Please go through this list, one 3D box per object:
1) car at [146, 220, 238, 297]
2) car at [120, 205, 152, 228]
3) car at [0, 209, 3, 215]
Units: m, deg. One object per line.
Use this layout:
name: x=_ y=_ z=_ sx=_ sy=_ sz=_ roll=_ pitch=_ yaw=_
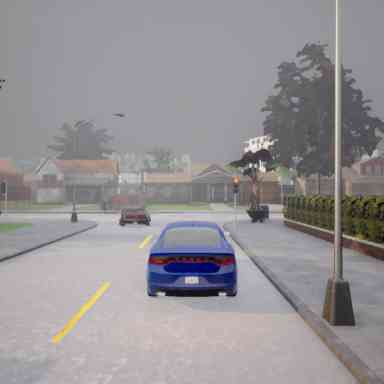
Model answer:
car: x=0.014 y=1.478 z=8.624 sx=1.882 sy=1.535 sz=5.008 roll=0 pitch=0 yaw=0
car: x=-3.854 y=1.601 z=22.757 sx=1.895 sy=1.301 sz=4.718 roll=0 pitch=0 yaw=-11
car: x=-18.947 y=1.564 z=29.006 sx=4.181 sy=1.385 sz=1.994 roll=0 pitch=0 yaw=0
